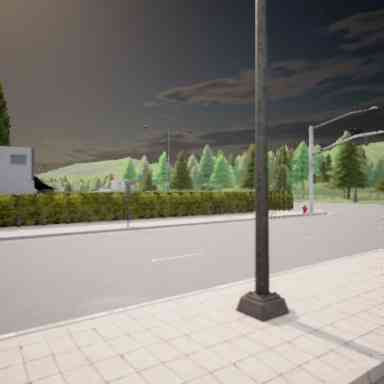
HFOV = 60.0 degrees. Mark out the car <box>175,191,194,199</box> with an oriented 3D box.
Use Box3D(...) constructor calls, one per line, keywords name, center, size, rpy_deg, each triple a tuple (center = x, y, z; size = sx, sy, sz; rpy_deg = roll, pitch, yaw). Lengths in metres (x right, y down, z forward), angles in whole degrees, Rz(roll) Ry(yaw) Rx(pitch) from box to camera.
Box3D(name="car", center=(-1.878, 0.658, 85.746), size=(2.150, 2.045, 5.566), rpy_deg=(-1, 0, -35))
